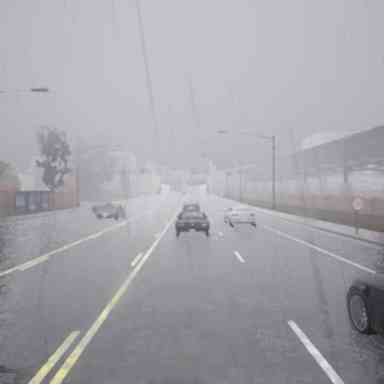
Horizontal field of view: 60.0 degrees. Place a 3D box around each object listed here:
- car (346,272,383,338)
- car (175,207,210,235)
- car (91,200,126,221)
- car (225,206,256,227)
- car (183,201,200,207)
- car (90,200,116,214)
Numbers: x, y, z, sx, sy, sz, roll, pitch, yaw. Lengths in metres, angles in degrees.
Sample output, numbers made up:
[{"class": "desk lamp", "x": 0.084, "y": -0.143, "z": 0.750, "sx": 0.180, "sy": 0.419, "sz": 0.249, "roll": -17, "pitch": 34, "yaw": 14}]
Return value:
[{"class": "car", "x": 3.579, "y": 1.550, "z": 3.831, "sx": 1.812, "sy": 1.442, "sz": 4.674, "roll": 0, "pitch": -1, "yaw": 0}, {"class": "car", "x": 0.018, "y": 1.775, "z": 19.828, "sx": 1.895, "sy": 1.301, "sz": 4.718, "roll": 0, "pitch": 0, "yaw": 0}, {"class": "car", "x": -7.224, "y": 1.768, "z": 30.003, "sx": 2.128, "sy": 1.511, "sz": 4.902, "roll": 0, "pitch": -1, "yaw": 0}, {"class": "car", "x": 3.496, "y": 1.730, "z": 24.567, "sx": 1.812, "sy": 1.442, "sz": 4.674, "roll": 0, "pitch": -1, "yaw": 0}, {"class": "car", "x": -0.072, "y": 1.794, "z": 38.946, "sx": 2.163, "sy": 1.488, "sz": 4.792, "roll": 0, "pitch": 0, "yaw": 0}, {"class": "car", "x": -10.758, "y": 1.801, "z": 40.483, "sx": 1.882, "sy": 1.535, "sz": 5.008, "roll": 0, "pitch": 0, "yaw": 0}]
